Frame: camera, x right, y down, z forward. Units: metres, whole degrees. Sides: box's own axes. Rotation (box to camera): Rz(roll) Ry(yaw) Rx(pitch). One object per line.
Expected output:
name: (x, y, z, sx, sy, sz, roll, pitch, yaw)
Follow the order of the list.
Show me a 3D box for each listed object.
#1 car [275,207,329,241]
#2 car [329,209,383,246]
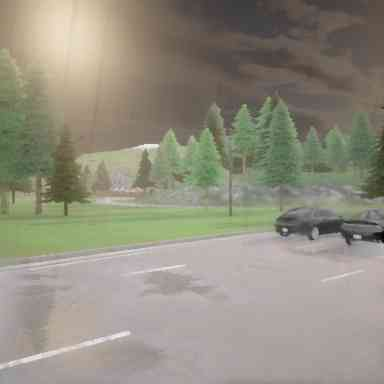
car: (6.257, 1.515, 16.887, 4.892, 1.490, 1.837, 0, 0, -37)
car: (8.269, 1.494, 14.066, 4.902, 1.511, 2.128, 0, 0, -35)
